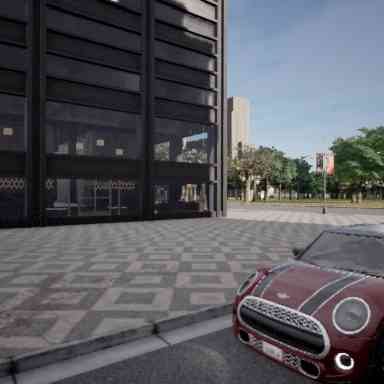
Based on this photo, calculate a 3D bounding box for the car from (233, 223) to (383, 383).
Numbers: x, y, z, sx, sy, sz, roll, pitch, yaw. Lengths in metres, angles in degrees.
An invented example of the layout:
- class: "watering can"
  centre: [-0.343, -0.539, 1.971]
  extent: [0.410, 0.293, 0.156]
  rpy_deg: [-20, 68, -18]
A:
- class: "car"
  centre: [2.816, 1.352, 5.372]
  extent: [4.553, 1.767, 2.097]
  rpy_deg: [0, 0, -35]
